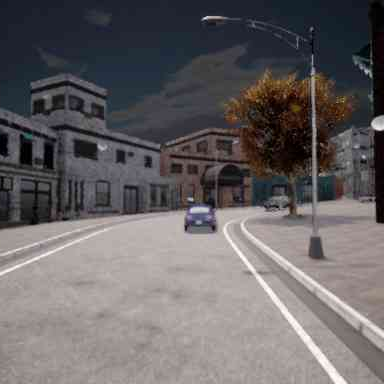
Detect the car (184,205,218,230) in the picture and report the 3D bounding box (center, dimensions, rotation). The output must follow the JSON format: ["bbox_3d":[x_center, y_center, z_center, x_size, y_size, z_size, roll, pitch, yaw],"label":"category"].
[{"bbox_3d":[0.603,1.499,20.666,1.812,1.442,4.674,0,0,6],"label":"car"}]

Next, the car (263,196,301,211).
[{"bbox_3d":[9.863,1.184,36.164,4.902,1.511,2.128,-2,-1,-36],"label":"car"}]

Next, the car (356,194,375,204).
[{"bbox_3d":[24.224,0.831,43.512,4.718,1.301,1.895,-3,-2,-1],"label":"car"}]
